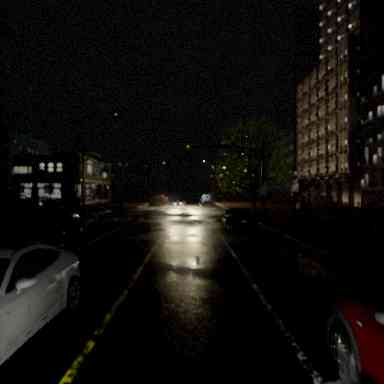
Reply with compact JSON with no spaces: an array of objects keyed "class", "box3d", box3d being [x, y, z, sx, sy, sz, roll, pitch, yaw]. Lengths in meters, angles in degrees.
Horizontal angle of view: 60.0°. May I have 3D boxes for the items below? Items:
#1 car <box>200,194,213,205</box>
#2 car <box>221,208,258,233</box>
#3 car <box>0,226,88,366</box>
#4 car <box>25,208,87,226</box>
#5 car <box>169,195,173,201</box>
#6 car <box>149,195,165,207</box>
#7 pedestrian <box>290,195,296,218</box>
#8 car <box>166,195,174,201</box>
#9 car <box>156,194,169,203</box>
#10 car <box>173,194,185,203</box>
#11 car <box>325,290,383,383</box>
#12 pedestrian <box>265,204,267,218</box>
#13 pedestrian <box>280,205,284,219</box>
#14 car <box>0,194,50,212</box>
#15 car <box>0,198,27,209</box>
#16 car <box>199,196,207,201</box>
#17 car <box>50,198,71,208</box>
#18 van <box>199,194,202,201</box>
[{"class":"car","box3d":[2.701,1.554,57.567,1.752,1.417,4.829,0,0,0]},{"class":"car","box3d":[2.696,1.576,19.367,1.947,1.339,4.313,0,0,0]},{"class":"car","box3d":[-3.097,1.528,4.946,1.812,1.442,4.674,0,0,0]},{"class":"car","box3d":[-5.684,1.573,13.829,1.947,1.339,4.313,0,0,0]},{"class":"car","box3d":[-5.678,1.585,68.498,2.008,1.369,4.403,0,0,0]},{"class":"car","box3d":[-5.680,1.608,51.844,1.802,1.307,4.206,0,0,0]},{"class":"pedestrian","box3d":[8.139,1.181,26.939,0.375,1.860,0.375,0,0,0]},{"class":"car","box3d":[-5.676,1.569,84.981,1.752,1.417,4.829,0,0,0]},{"class":"car","box3d":[-5.678,1.344,57.395,2.192,1.841,5.009,0,0,0]},{"class":"car","box3d":[-2.991,1.589,70.831,1.994,1.385,4.181,0,0,0]},{"class":"car","box3d":[2.695,1.442,2.750,1.967,1.590,4.097,0,0,0]},{"class":"pedestrian","box3d":[6.139,1.535,27.537,0.500,1.100,0.500,0,0,0]},{"class":"pedestrian","box3d":[7.139,1.543,26.337,0.500,1.100,0.500,0,0,0]},{"class":"car","box3d":[-17.144,1.115,32.474,5.009,1.841,2.192,1,-1,-1]},{"class":"car","box3d":[-22.808,1.358,40.771,4.206,1.307,1.802,1,-1,-1]},{"class":"car","box3d":[2.704,1.610,85.152,1.947,1.339,4.313,0,0,0]},{"class":"car","box3d":[-17.264,1.389,40.849,4.507,1.381,1.887,1,-1,-1]},{"class":"van","box3d":[2.703,1.373,62.948,1.690,1.788,3.998,0,0,0]}]
